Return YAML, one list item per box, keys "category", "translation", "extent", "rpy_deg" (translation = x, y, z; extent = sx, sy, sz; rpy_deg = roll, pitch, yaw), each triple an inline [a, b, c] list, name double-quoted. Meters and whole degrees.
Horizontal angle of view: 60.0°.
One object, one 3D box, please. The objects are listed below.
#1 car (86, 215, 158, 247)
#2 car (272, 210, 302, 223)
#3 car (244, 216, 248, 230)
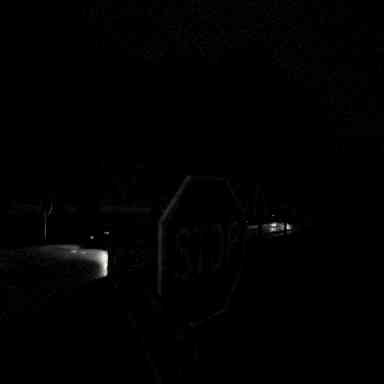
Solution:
- category: "car"
  translation: [-3.337, 1.967, 17.679]
  extent: [1.812, 1.442, 4.674]
  rpy_deg: [1, -1, 37]
- category: "car"
  translation: [10.461, 2.621, 36.508]
  extent: [1.895, 1.301, 4.718]
  rpy_deg: [1, -1, 36]
- category: "car"
  translation: [2.779, 2.254, 26.006]
  extent: [1.812, 1.442, 4.674]
  rpy_deg: [1, -1, 36]
